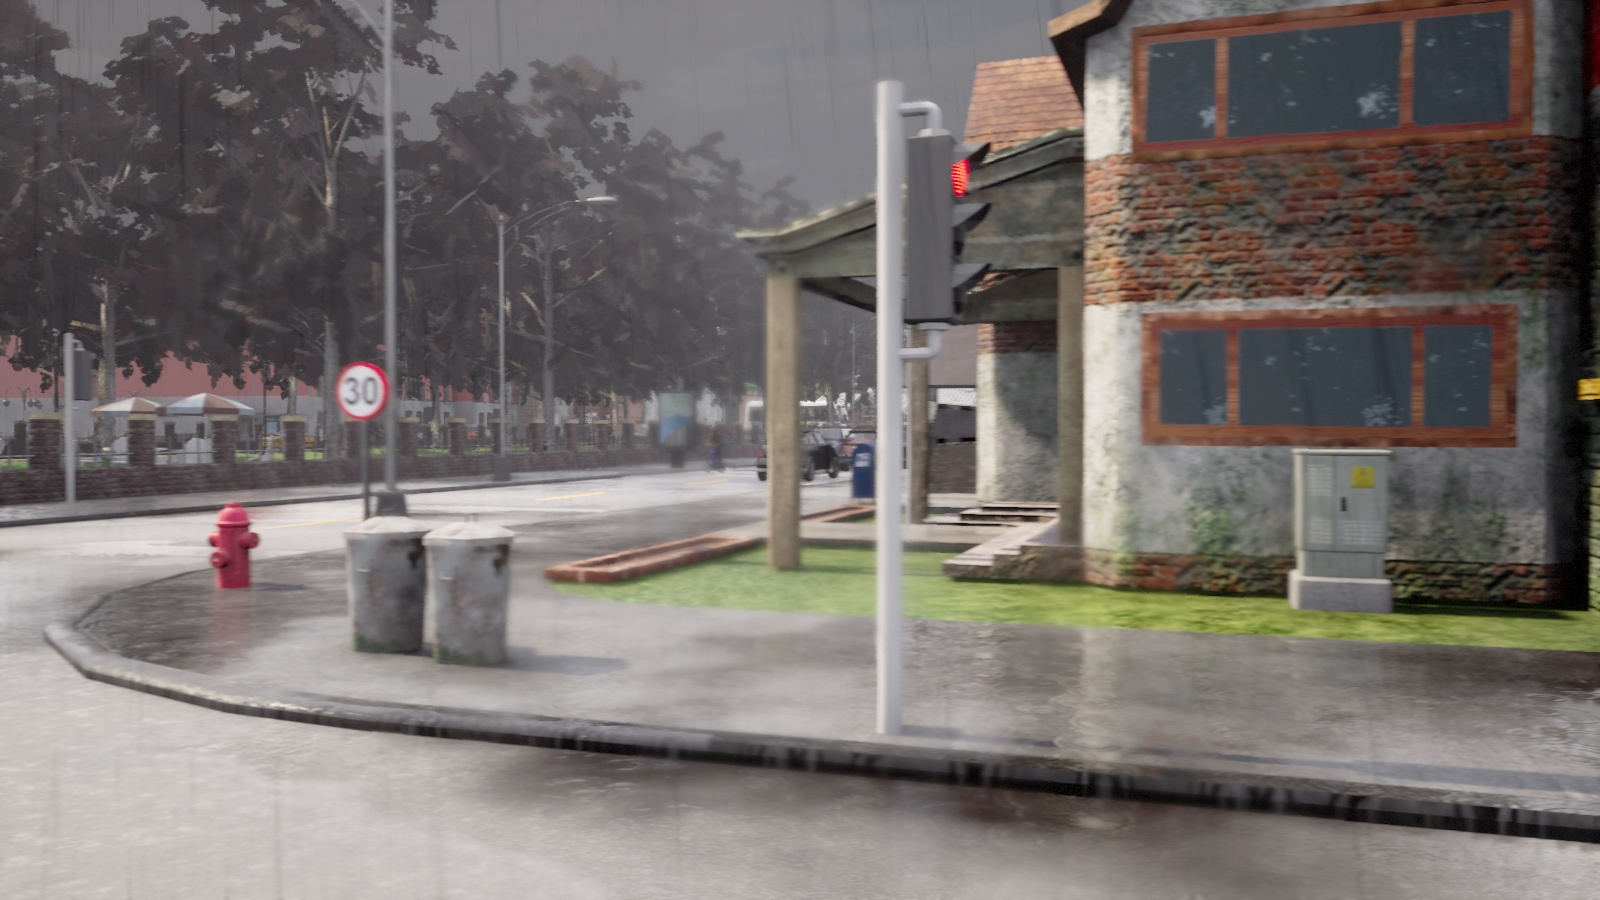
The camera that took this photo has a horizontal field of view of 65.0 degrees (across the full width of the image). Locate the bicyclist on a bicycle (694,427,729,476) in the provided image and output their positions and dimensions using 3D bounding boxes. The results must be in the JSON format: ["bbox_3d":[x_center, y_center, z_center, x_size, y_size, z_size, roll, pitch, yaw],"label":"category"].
[{"bbox_3d":[-3.008,0.030,42.718,0.582,1.620,1.656,1,1,19],"label":"bicyclist on a bicycle"}]

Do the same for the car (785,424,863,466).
[{"bbox_3d":[1.099,-0.244,54.921,2.097,1.767,4.553,1,1,19],"label":"car"}]

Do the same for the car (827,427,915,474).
[{"bbox_3d":[2.732,-0.031,47.231,2.033,1.649,4.856,1,1,19],"label":"car"}]

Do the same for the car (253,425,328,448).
[{"bbox_3d":[-35.572,-0.970,87.897,1.801,1.575,5.366,1,1,19],"label":"car"}]

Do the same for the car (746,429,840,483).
[{"bbox_3d":[-0.160,0.144,38.649,1.789,1.549,3.705,1,1,19],"label":"car"}]
